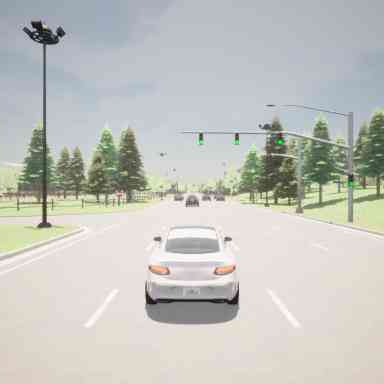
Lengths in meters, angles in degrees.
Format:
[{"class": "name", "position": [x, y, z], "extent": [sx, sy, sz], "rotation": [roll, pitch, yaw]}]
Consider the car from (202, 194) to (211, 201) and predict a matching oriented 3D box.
[{"class": "car", "position": [3.600, 1.348, 82.874], "extent": [2.097, 1.767, 4.553], "rotation": [0, 0, 0]}]

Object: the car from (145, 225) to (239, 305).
[{"class": "car", "position": [0.016, 1.526, 7.975], "extent": [1.812, 1.442, 4.674], "rotation": [0, 0, 0]}]

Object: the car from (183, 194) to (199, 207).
[{"class": "car", "position": [0.062, 1.352, 51.848], "extent": [2.097, 1.767, 4.553], "rotation": [0, 0, 0]}]

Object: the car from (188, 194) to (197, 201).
[{"class": "car", "position": [0.100, 1.348, 82.878], "extent": [2.097, 1.767, 4.553], "rotation": [0, 0, 0]}]

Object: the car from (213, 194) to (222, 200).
[{"class": "car", "position": [7.112, 1.385, 92.903], "extent": [1.994, 1.385, 4.181], "rotation": [0, 0, 0]}]

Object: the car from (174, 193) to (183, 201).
[{"class": "car", "position": [-3.400, 1.544, 82.879], "extent": [1.994, 1.385, 4.181], "rotation": [0, 0, 0]}]

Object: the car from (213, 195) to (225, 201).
[{"class": "car", "position": [7.099, 1.517, 82.483], "extent": [2.128, 1.511, 4.902], "rotation": [0, 0, 0]}]

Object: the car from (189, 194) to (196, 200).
[{"class": "car", "position": [0.112, 1.332, 92.911], "extent": [1.837, 1.490, 4.892], "rotation": [0, 0, 0]}]

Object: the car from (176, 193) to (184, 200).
[{"class": "car", "position": [-3.388, 1.188, 92.885], "extent": [2.097, 1.767, 4.553], "rotation": [0, 0, 0]}]

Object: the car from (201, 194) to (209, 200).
[{"class": "car", "position": [3.612, 1.372, 92.907], "extent": [2.033, 1.411, 5.357], "rotation": [0, 0, 0]}]
